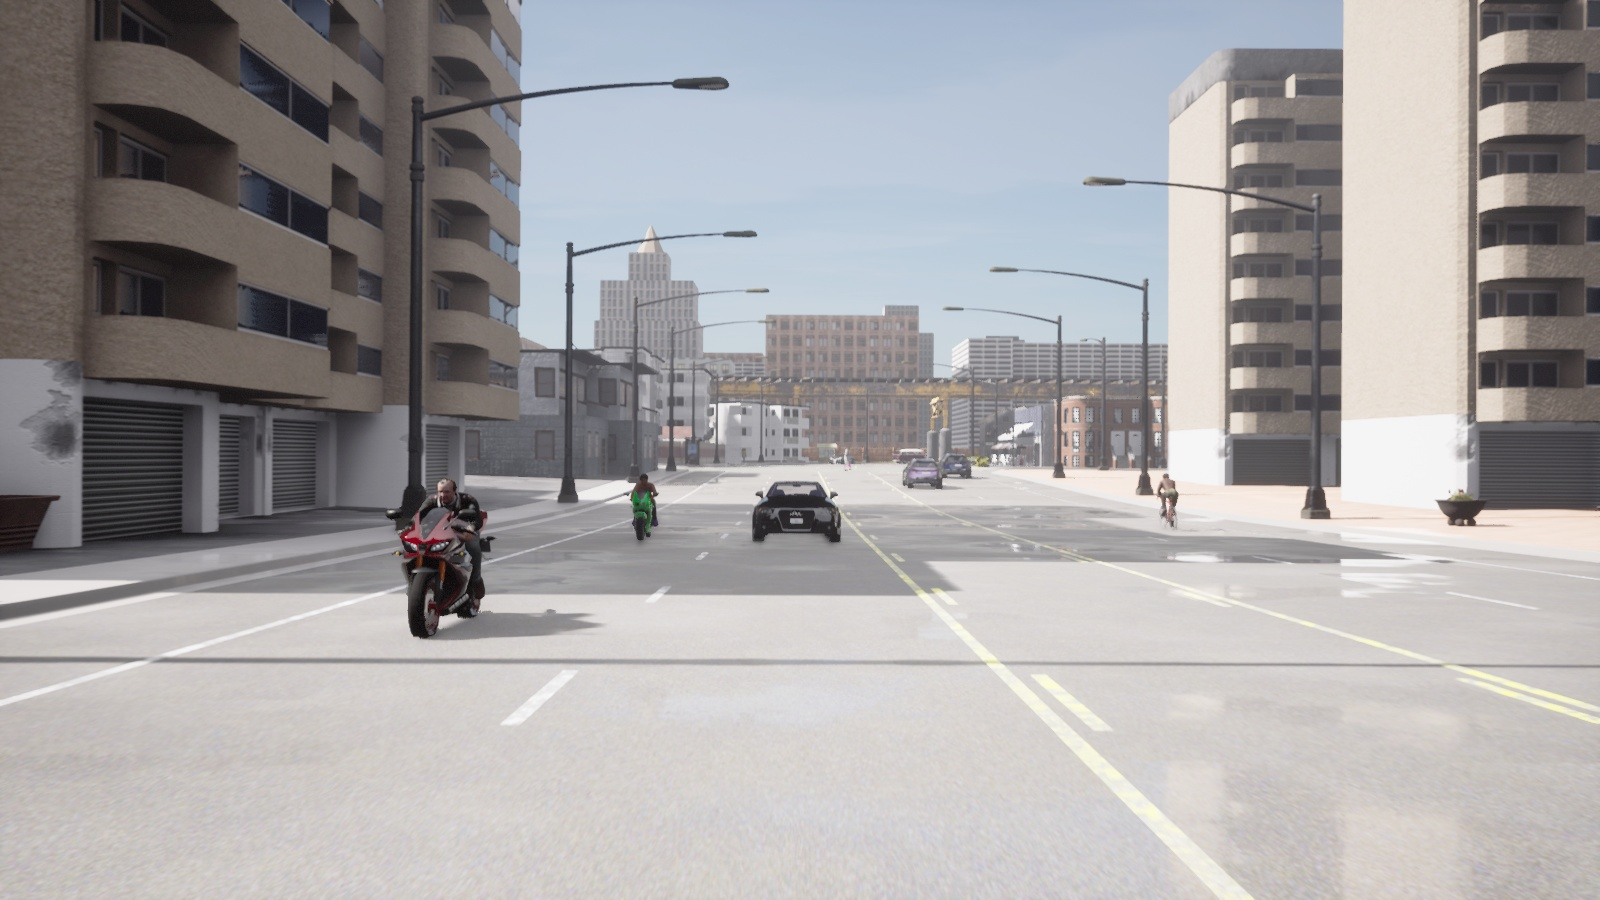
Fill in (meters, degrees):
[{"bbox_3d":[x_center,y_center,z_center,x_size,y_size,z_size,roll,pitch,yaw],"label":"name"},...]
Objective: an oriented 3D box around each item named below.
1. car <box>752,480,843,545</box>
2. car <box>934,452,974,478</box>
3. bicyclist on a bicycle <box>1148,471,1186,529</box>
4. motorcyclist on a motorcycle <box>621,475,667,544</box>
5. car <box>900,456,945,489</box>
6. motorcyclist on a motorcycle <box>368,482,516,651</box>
[{"bbox_3d":[-0.069,1.424,29.600,1.994,1.385,4.181,0,-1,0],"label":"car"},{"bbox_3d":[10.297,0.972,84.262,2.033,1.649,4.856,0,1,0],"label":"car"},{"bbox_3d":[10.416,1.399,35.672,0.582,1.620,1.656,0,-1,0],"label":"bicyclist on a bicycle"},{"bbox_3d":[-3.568,1.336,28.853,0.797,1.523,2.044,0,-1,0],"label":"motorcyclist on a motorcycle"},{"bbox_3d":[6.831,1.227,70.467,2.033,1.649,4.856,0,1,0],"label":"car"},{"bbox_3d":[-3.529,1.091,12.609,0.866,1.530,2.191,0,-1,0],"label":"motorcyclist on a motorcycle"}]
